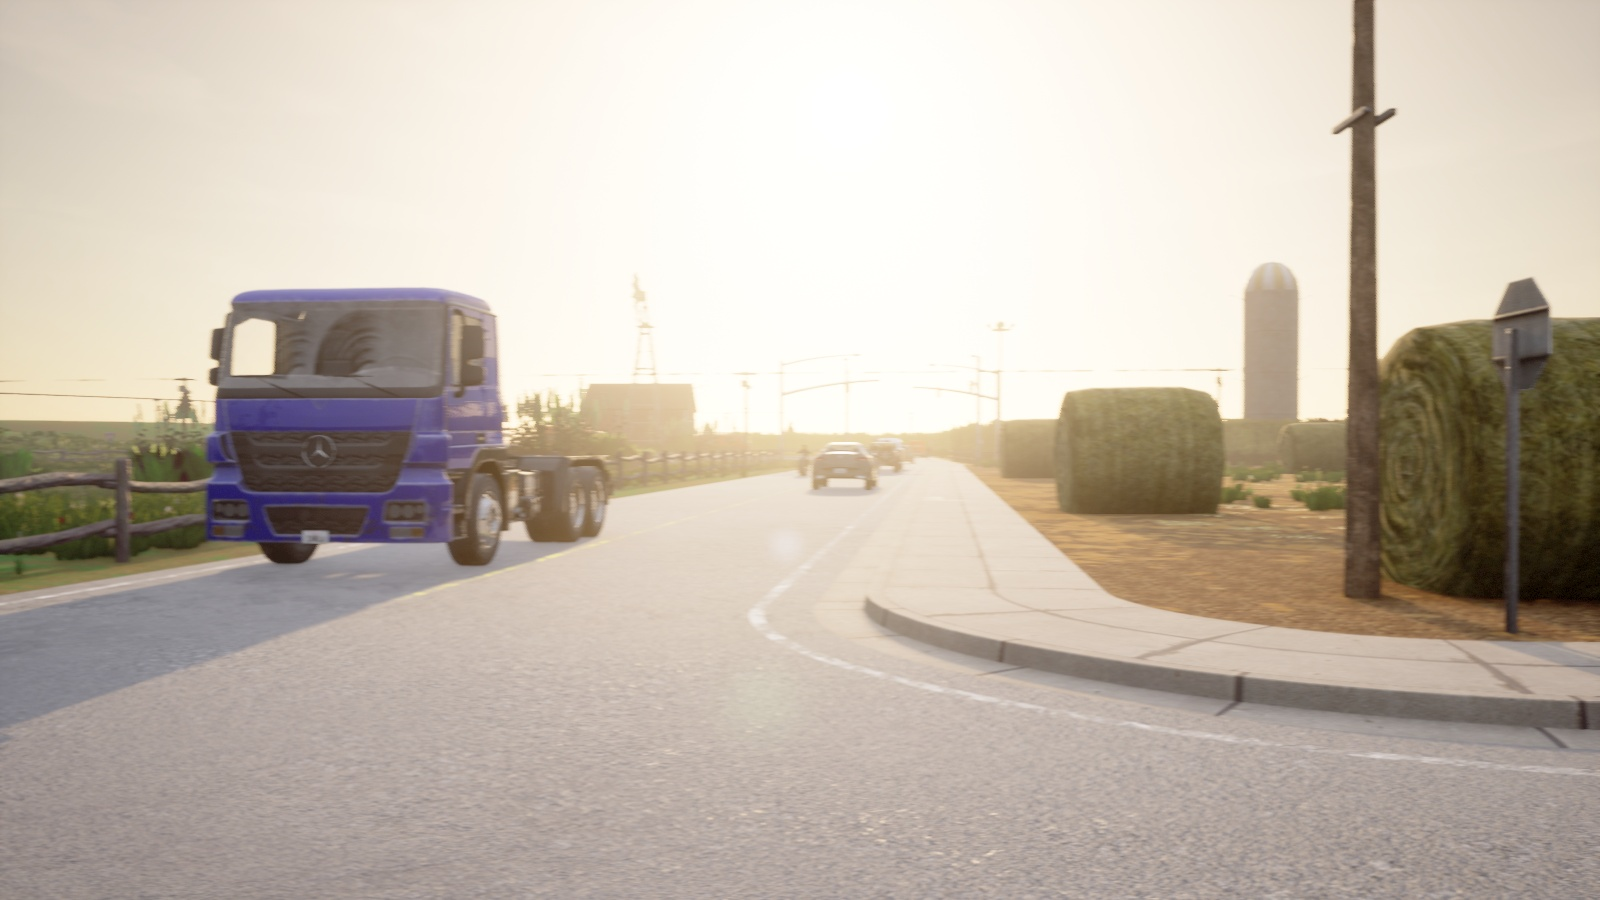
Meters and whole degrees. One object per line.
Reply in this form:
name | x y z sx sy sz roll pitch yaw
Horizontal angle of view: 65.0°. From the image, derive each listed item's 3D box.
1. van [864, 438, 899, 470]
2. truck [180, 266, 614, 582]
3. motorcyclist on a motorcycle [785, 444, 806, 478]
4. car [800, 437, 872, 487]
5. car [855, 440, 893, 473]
van | 5.353 0.248 82.032 2.069 2.038 4.480 0 0 6
truck | -5.068 -0.287 17.839 2.891 3.462 7.936 0 0 6
motorcyclist on a motorcycle | -0.216 0.534 62.961 0.766 1.649 2.350 0 0 6
car | 1.340 0.395 44.697 2.152 1.651 5.027 0 0 6
car | 4.287 0.364 72.107 1.932 1.855 4.605 0 0 6
